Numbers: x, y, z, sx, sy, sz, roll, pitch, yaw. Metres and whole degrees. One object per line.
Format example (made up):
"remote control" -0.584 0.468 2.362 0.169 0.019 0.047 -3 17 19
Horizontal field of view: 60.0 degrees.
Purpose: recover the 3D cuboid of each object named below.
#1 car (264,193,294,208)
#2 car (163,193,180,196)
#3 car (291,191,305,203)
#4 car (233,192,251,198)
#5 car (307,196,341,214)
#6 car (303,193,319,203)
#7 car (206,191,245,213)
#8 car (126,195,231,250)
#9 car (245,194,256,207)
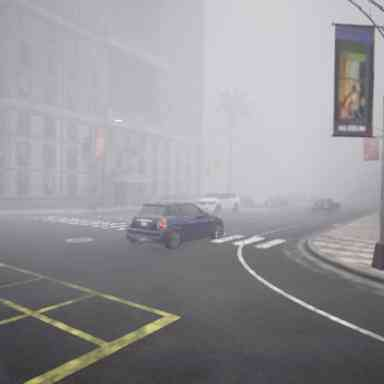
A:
"car" 10.710 1.196 41.976 2.128 1.511 4.902 1 1 36
"car" -2.008 0.994 30.168 2.097 1.767 4.553 1 1 35
"car" 18.293 0.906 58.306 2.150 2.045 5.566 1 1 36
"car" 12.994 0.811 86.317 4.181 1.385 1.994 1 1 33
"car" 13.765 1.388 34.091 2.033 1.411 5.357 1 1 36
"car" 21.146 1.290 56.290 2.033 1.411 5.357 1 1 36
"car" 2.402 0.929 30.343 2.150 2.045 5.566 1 1 35
"car" -0.519 1.194 13.894 2.097 1.767 4.553 1 1 35
"car" 6.396 1.146 41.979 1.837 1.490 4.892 1 1 36
